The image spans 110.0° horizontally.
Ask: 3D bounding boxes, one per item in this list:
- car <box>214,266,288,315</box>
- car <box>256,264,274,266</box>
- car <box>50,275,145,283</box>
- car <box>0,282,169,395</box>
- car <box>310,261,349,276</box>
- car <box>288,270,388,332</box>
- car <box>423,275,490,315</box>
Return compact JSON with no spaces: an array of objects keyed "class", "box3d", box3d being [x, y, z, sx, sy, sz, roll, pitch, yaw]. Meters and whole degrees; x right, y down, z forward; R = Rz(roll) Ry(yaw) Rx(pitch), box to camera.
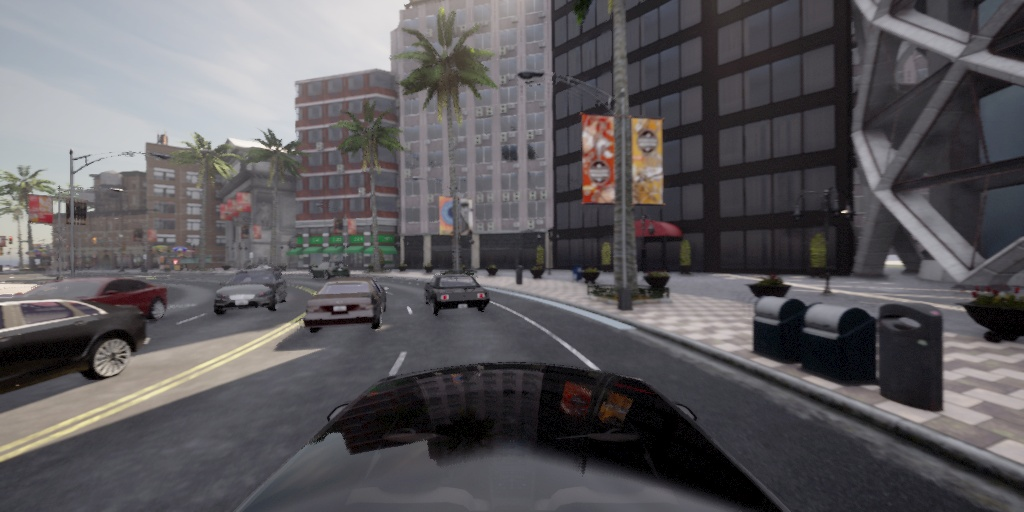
[{"class":"car","box3d":[-10.385,1.356,14.574,2.128,1.511,4.902,-1,0,-26]},{"class":"car","box3d":[-24.078,1.542,34.761,4.674,1.442,1.812,-1,0,32]},{"class":"car","box3d":[-12.233,1.359,10.308,1.882,1.535,5.008,0,0,-19]},{"class":"car","box3d":[-7.526,1.323,4.610,2.128,1.511,4.902,-1,0,-7]},{"class":"car","box3d":[-17.501,1.299,34.358,4.553,1.767,2.097,-1,0,39]},{"class":"car","box3d":[-5.012,1.354,11.300,2.033,1.411,5.357,-1,0,-17]},{"class":"car","box3d":[-2.340,1.380,13.968,1.895,1.301,4.718,-1,0,-19]}]
